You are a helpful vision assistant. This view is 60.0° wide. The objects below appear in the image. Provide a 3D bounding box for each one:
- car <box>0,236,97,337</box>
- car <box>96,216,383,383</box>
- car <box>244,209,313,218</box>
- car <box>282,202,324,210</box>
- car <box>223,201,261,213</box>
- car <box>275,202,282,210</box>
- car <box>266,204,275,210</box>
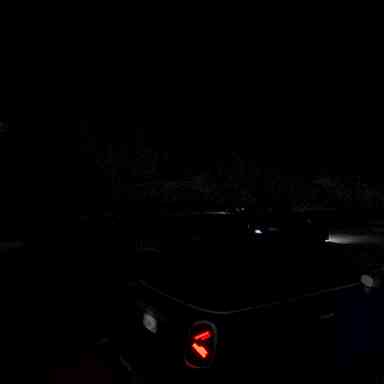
[{"bbox_3d":[-2.439,1.566,6.298,5.357,1.411,2.033,1,0,-35],"label":"car"},{"bbox_3d":[1.293,1.396,4.668,4.553,1.767,2.097,1,-1,-35],"label":"car"},{"bbox_3d":[4.483,1.717,15.541,4.181,1.385,1.994,1,0,-35],"label":"car"},{"bbox_3d":[11.623,1.880,33.770,4.674,1.442,1.812,1,0,-35],"label":"car"},{"bbox_3d":[6.501,1.915,43.015,5.357,1.411,2.033,1,0,-36],"label":"car"},{"bbox_3d":[12.613,1.946,38.775,5.357,1.411,2.033,1,0,-36],"label":"car"},{"bbox_3d":[11.313,1.974,42.138,4.181,1.385,1.994,1,0,-35],"label":"car"}]
